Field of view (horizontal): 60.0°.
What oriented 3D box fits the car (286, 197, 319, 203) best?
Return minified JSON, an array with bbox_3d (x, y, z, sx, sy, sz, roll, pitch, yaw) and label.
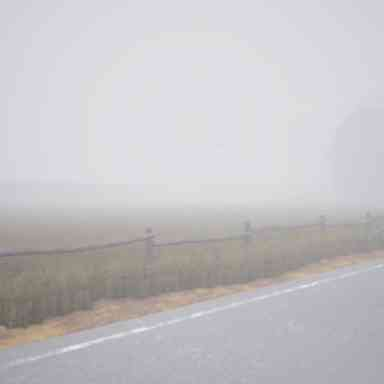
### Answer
[{"bbox_3d":[16.387,1.460,49.511,1.882,1.535,5.008,0,0,-38],"label":"car"}]
